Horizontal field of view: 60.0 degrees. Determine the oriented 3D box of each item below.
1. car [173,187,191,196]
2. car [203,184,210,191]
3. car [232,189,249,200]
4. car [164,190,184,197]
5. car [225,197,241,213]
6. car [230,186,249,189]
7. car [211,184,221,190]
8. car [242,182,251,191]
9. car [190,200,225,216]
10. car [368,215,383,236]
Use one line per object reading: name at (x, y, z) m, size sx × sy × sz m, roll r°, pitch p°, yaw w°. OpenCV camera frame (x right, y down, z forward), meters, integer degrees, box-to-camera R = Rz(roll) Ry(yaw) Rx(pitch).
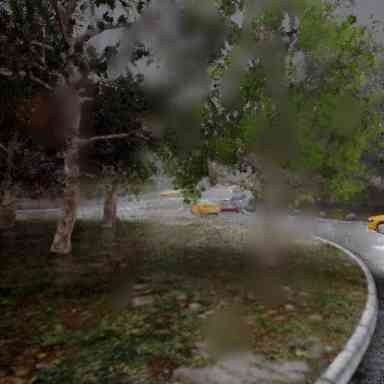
car at (-2.193, -0.095, 73.517) m, size 1.946 × 1.575 × 5.366 m, roll 0°, pitch 3°, yaw 21°
car at (1.812, -0.996, 84.084) m, size 2.435 × 2.045 × 5.566 m, roll 0°, pitch 3°, yaw 21°
car at (8.325, 0.671, 58.282) m, size 1.994 × 1.385 × 4.181 m, roll 0°, pitch 3°, yaw 18°
car at (-4.155, 0.227, 68.364) m, size 1.946 × 1.575 × 5.366 m, roll 0°, pitch 3°, yaw 21°
car at (4.140, 1.594, 37.854) m, size 1.994 × 1.385 × 4.181 m, roll 0°, pitch 1°, yaw 2°
car at (10.565, -0.278, 74.237) m, size 2.033 × 1.411 × 5.357 m, roll 0°, pitch 3°, yaw 21°
car at (5.717, -1.352, 94.414) m, size 2.163 × 1.488 × 4.792 m, roll 0°, pitch 3°, yaw 21°
car at (14.298, -1.057, 83.966) m, size 1.812 × 1.442 × 4.674 m, roll 0°, pitch 3°, yaw 21°
car at (1.201, 1.543, 33.117) m, size 1.882 × 1.535 × 5.008 m, roll -1°, pitch 0°, yaw -16°
car at (11.863, 1.526, 17.137) m, size 5.008 × 1.535 × 1.882 m, roll 0°, pitch 0°, yaw 37°
